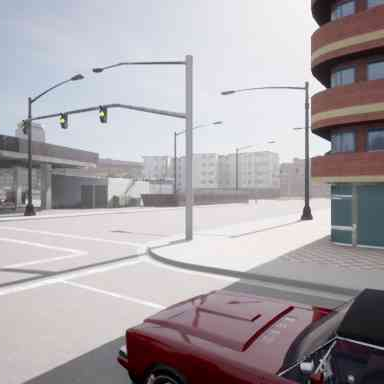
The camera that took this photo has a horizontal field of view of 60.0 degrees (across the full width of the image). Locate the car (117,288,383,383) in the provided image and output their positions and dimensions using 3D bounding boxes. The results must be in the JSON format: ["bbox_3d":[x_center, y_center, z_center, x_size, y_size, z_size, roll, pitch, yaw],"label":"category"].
[{"bbox_3d":[1.551,1.601,2.867,4.718,1.301,1.895,0,0,36],"label":"car"}]

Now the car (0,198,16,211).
[{"bbox_3d":[-22.300,1.455,38.828,3.806,1.475,1.970,0,0,36],"label":"car"}]
